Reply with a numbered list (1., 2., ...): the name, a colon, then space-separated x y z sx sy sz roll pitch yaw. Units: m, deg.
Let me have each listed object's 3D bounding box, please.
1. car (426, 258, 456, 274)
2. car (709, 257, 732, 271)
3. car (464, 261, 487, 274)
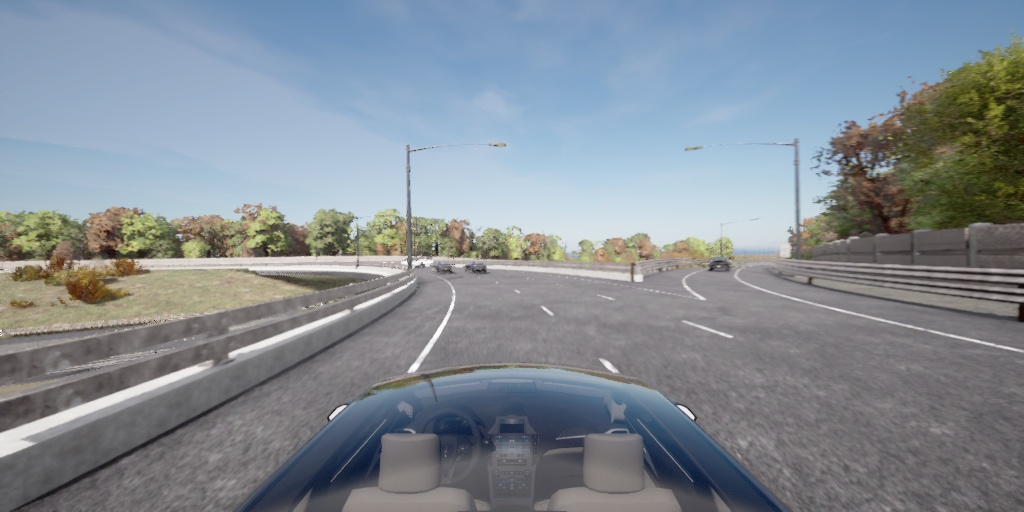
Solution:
1. car: -8.784 1.400 44.635 2.128 1.511 4.902 -1 0 -24
2. car: 22.898 0.851 39.448 1.837 1.490 4.892 -1 -1 34
3. car: -4.500 1.321 43.428 2.128 1.511 4.902 -1 0 -22
